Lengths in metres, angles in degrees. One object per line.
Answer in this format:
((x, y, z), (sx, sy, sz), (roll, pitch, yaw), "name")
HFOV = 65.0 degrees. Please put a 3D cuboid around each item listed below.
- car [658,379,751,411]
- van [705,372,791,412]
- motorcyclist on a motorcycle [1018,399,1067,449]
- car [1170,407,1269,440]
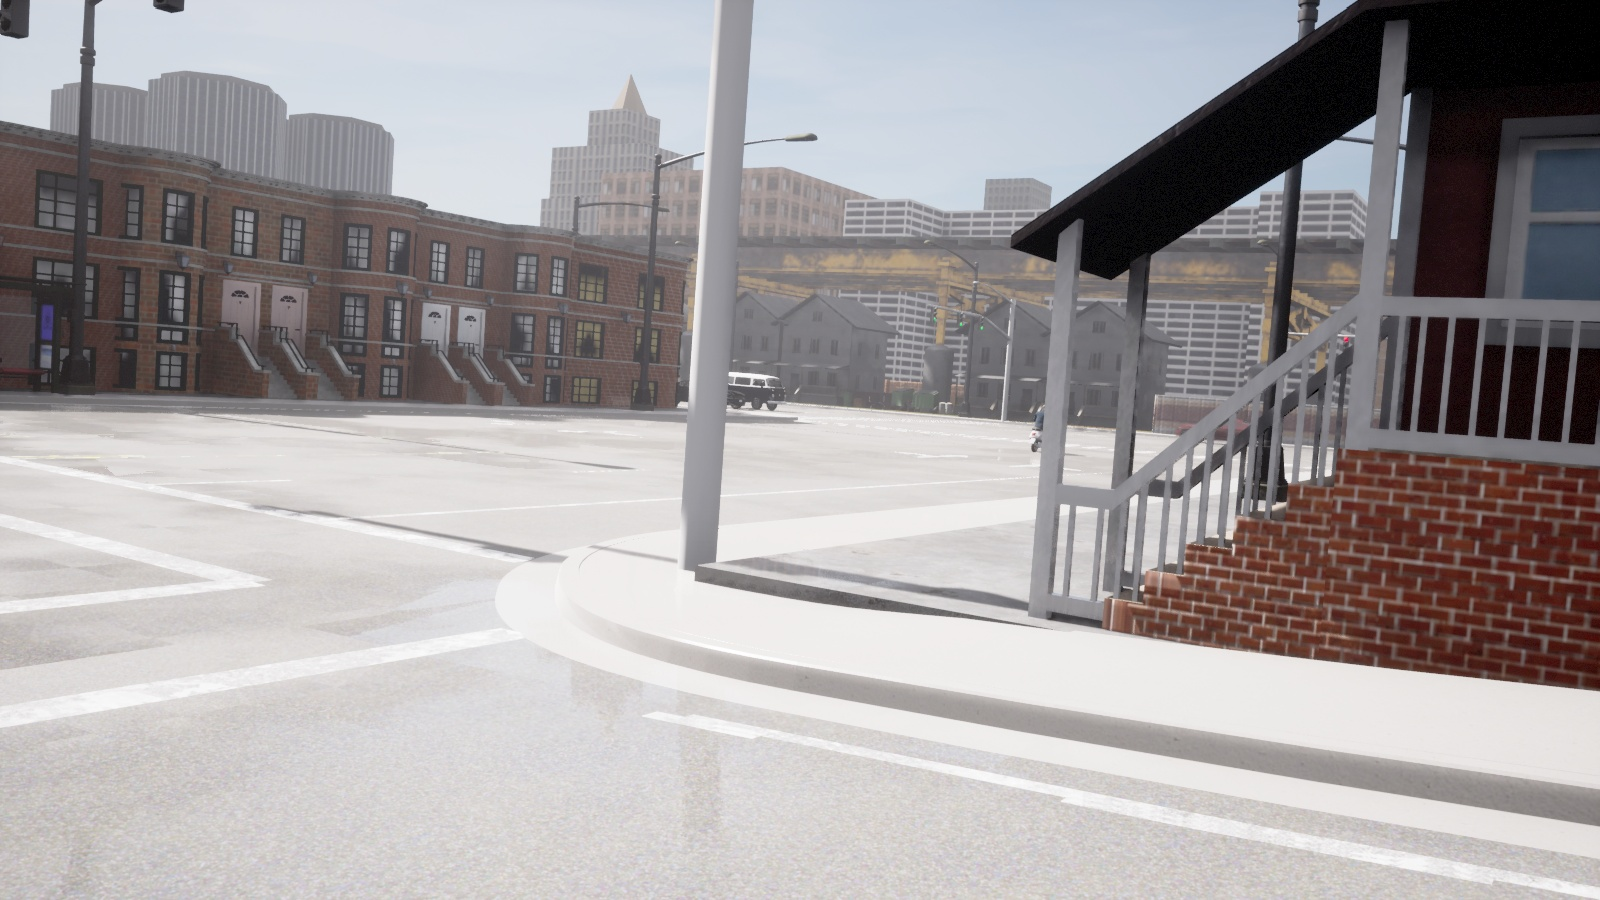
((-5.340, -3.072, 69.899), (5.008, 1.535, 1.882), (5, 4, 34), "car")
((-3.017, -3.350, 72.557), (4.480, 2.038, 2.069), (5, 4, 34), "van")
((8.084, -0.857, 41.774), (0.866, 1.590, 1.817), (5, 4, 34), "motorcyclist on a motorcycle")
((22.685, -1.449, 68.004), (4.674, 1.442, 1.812), (5, 4, 34), "car")
